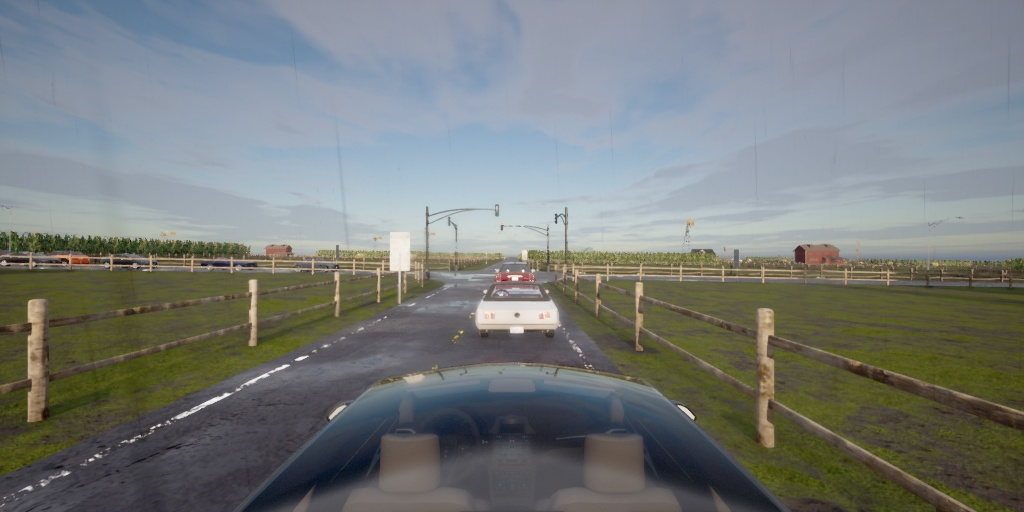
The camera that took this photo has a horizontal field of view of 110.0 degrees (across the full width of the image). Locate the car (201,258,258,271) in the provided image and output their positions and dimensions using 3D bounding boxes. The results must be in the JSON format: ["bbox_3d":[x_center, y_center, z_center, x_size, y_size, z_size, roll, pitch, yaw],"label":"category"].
[{"bbox_3d":[-28.860,0.837,36.775,4.718,1.301,1.895,1,0,0],"label":"car"}]

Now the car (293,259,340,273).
[{"bbox_3d":[-19.946,0.962,36.752,4.181,1.385,1.994,1,0,0],"label":"car"}]

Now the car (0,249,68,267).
[{"bbox_3d":[-49.486,0.371,36.890,4.892,1.490,1.837,1,0,1],"label":"car"}]

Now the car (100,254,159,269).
[{"bbox_3d":[-39.188,0.555,36.818,4.892,1.490,1.837,1,0,1],"label":"car"}]

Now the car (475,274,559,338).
[{"bbox_3d":[0.123,1.351,10.158,1.895,1.301,4.718,0,0,0],"label":"car"}]

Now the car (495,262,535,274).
[{"bbox_3d":[0.178,1.103,19.146,2.097,1.767,4.553,0,0,1],"label":"car"}]
